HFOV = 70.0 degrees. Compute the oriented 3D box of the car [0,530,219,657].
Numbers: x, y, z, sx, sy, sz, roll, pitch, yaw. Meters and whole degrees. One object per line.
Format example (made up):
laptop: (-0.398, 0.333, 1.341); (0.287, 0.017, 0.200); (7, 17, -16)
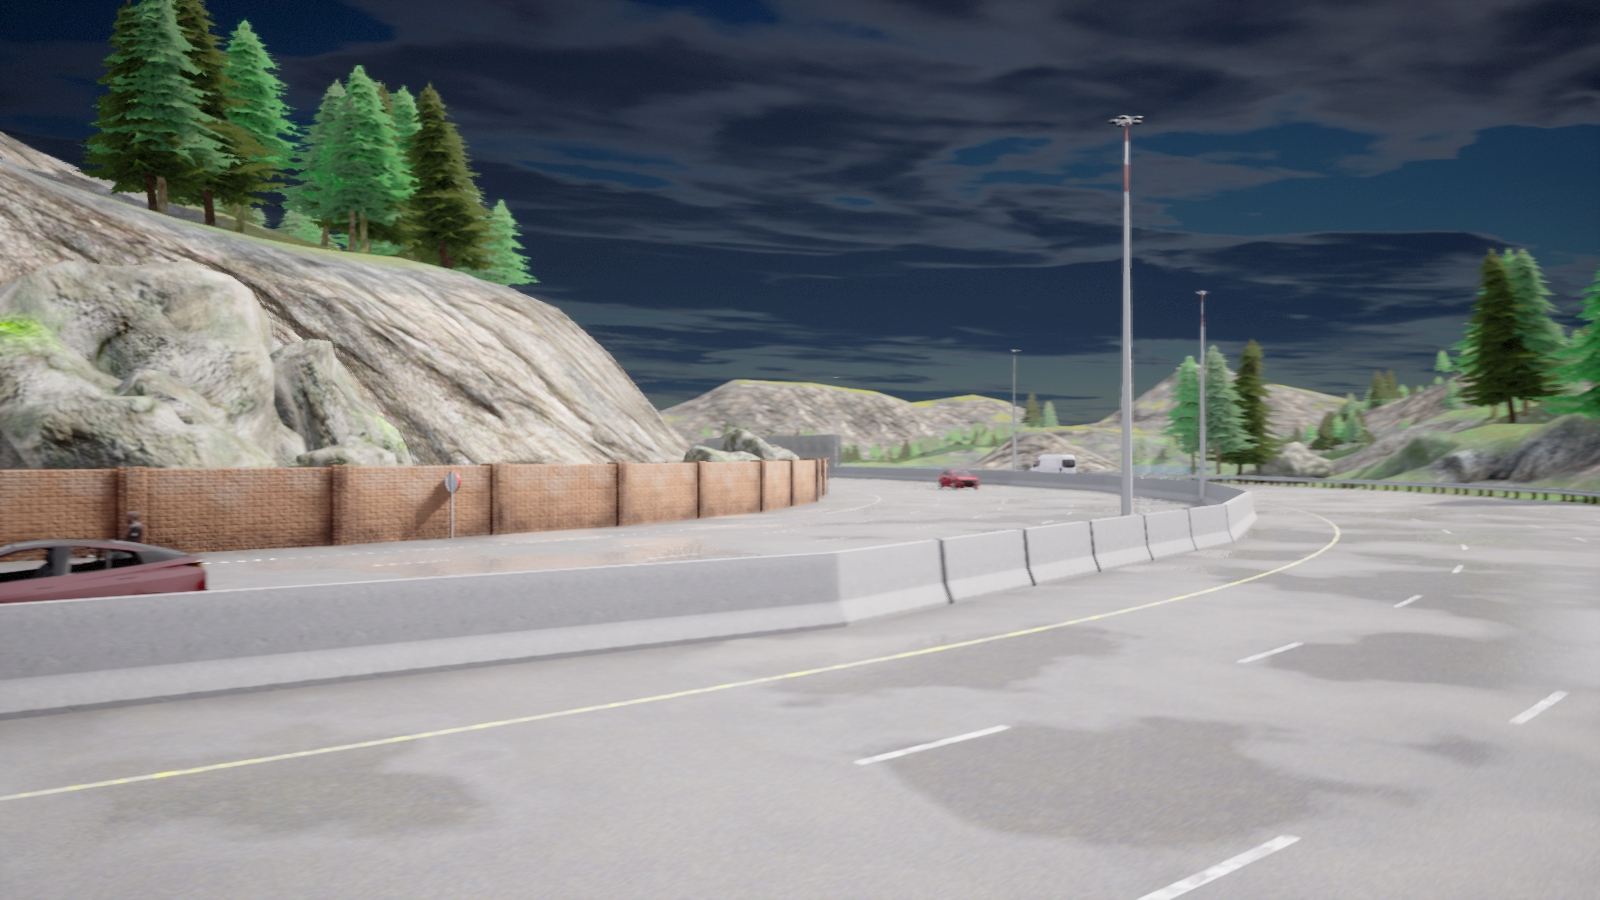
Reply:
car: (-11.271, 2.094, 16.886); (4.514, 1.525, 2.007); (0, 0, -37)
